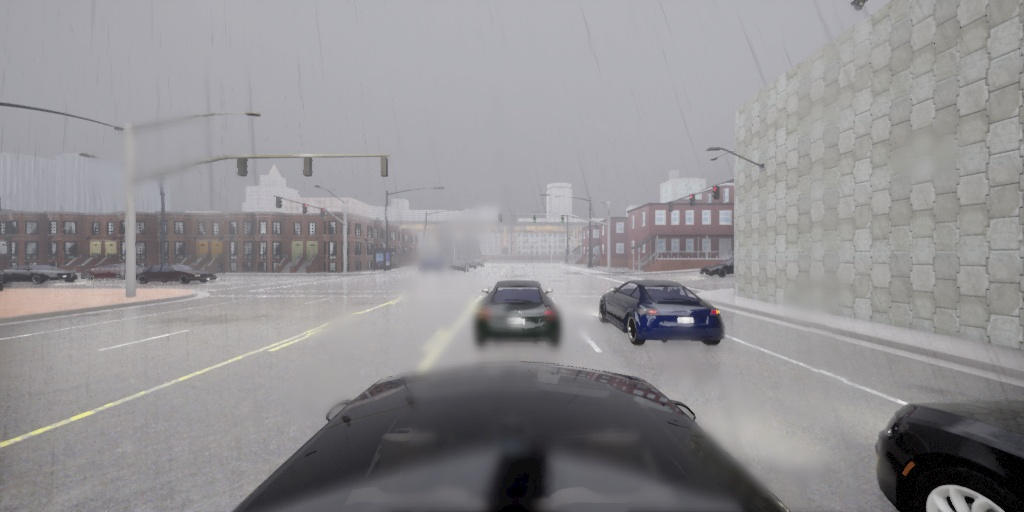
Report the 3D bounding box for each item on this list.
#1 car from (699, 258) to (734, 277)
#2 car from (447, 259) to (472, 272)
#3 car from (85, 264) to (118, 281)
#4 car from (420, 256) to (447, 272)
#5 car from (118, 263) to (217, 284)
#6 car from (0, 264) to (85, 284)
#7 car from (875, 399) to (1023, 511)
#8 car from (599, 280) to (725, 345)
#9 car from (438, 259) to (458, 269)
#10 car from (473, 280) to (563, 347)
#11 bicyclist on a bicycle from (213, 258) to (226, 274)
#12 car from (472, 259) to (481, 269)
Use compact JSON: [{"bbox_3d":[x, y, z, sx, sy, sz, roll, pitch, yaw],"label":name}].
[{"bbox_3d":[18.517,0.854,29.617,5.357,1.411,2.033,-5,0,0],"label":"car"},{"bbox_3d":[-6.592,1.254,45.680,1.837,1.490,4.892,0,0,1],"label":"car"},{"bbox_3d":[-33.186,1.313,30.040,4.181,1.385,1.994,0,0,1],"label":"car"},{"bbox_3d":[-10.088,0.971,45.952,2.150,2.045,5.566,0,0,1],"label":"car"},{"bbox_3d":[-24.904,1.297,26.277,5.357,1.411,2.033,0,0,0],"label":"car"},{"bbox_3d":[-34.869,1.314,26.362,4.181,1.385,1.994,0,0,1],"label":"car"},{"bbox_3d":[3.585,1.255,0.601,1.837,1.490,4.892,0,0,1],"label":"car"},{"bbox_3d":[3.662,1.314,9.516,1.994,1.385,4.181,0,0,1],"label":"car"},{"bbox_3d":[-9.961,1.239,56.186,2.128,1.511,4.902,0,0,1],"label":"car"},{"bbox_3d":[0.159,1.314,9.355,1.994,1.385,4.181,0,0,1],"label":"car"},{"bbox_3d":[-30.412,1.053,37.309,0.582,1.620,1.656,0,0,0],"label":"bicyclist on a bicycle"},{"bbox_3d":[-6.472,1.313,55.597,1.994,1.385,4.181,0,0,1],"label":"car"}]
